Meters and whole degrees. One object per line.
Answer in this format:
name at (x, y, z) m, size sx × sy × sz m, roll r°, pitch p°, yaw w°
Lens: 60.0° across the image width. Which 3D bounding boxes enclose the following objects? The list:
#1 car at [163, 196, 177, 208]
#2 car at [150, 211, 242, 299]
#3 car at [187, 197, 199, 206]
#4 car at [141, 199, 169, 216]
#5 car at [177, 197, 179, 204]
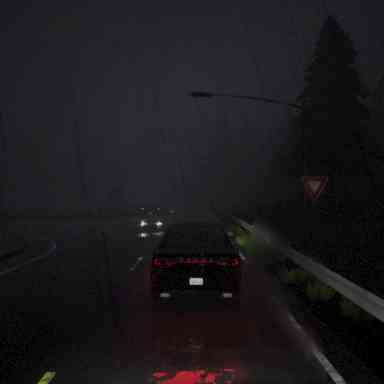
car at (-3.565, 1.525, 48.392) m, size 1.812 × 1.442 × 4.674 m, roll 0°, pitch 0°, yaw 0°
car at (0.088, 1.477, 8.545) m, size 1.882 × 1.535 × 5.008 m, roll 0°, pitch 0°, yaw 0°
car at (0.124, 1.476, 53.297) m, size 1.882 × 1.535 × 5.008 m, roll 0°, pitch 0°, yaw 0°
car at (-3.694, 1.600, 32.439) m, size 1.895 × 1.301 × 4.718 m, roll 0°, pitch 0°, yaw 3°
car at (-3.497, 1.524, 66.308) m, size 1.812 × 1.442 × 4.674 m, roll 0°, pitch 0°, yaw 1°
